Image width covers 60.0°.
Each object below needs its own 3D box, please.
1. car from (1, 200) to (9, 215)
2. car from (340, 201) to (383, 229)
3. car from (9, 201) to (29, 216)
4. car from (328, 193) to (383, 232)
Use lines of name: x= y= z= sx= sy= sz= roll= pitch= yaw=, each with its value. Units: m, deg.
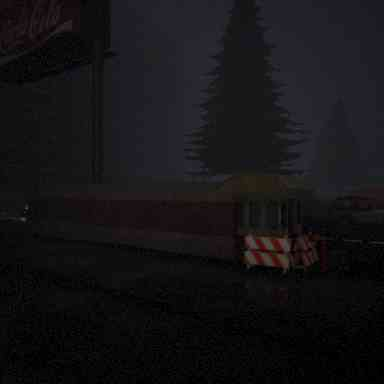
car: x=-18.689 y=1.491 z=31.087 sx=2.128 sy=1.511 sz=4.902 roll=0 pitch=0 yaw=35
car: x=11.225 y=1.338 z=19.677 sx=4.193 sy=1.474 sz=1.816 roll=0 pitch=0 yaw=35
car: x=-14.167 y=1.352 z=31.421 sx=2.097 sy=1.767 sz=4.553 roll=0 pitch=0 yaw=35
car: x=9.287 y=1.149 z=17.617 sx=3.866 sy=1.878 sz=1.905 roll=0 pitch=0 yaw=35
